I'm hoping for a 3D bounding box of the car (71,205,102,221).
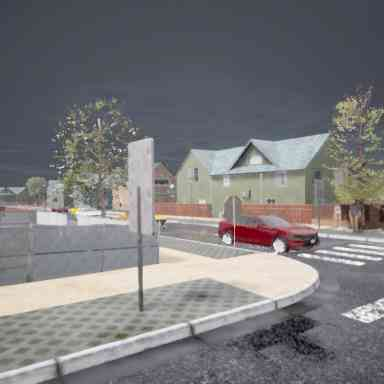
[{"bbox_3d":[-10.655,2.312,34.350,1.812,1.442,4.674,-1,-1,-36],"label":"car"}]

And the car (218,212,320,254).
[{"bbox_3d":[3.243,1.698,14.933,1.882,1.535,5.008,-1,-1,-36],"label":"car"}]

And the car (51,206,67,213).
[{"bbox_3d":[-21.983,2.901,55.235,1.895,1.301,4.718,-1,-1,-35],"label":"car"}]

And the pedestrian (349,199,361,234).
[{"bbox_3d":[8.574,1.250,17.546,0.375,1.860,0.375,-3,2,-36],"label":"pedestrian"}]

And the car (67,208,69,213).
[{"bbox_3d":[-15.181,2.500,45.726,1.882,1.535,5.008,-1,-1,-36],"label":"car"}]

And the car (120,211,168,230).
[{"bbox_3d":[-3.669,1.980,24.593,1.882,1.535,5.008,-1,-1,-36],"label":"car"}]
